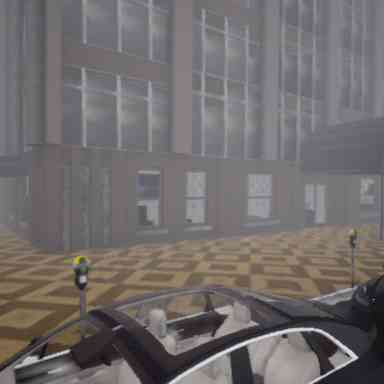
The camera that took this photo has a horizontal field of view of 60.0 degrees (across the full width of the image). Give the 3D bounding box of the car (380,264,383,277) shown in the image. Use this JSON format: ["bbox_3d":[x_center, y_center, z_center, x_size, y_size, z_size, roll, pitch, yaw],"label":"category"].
[{"bbox_3d":[4.467,1.568,5.525,4.313,1.339,1.947,0,0,-34],"label":"car"}]

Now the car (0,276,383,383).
[{"bbox_3d":[-0.236,1.512,2.335,4.403,1.369,2.008,0,0,-34],"label":"car"}]
